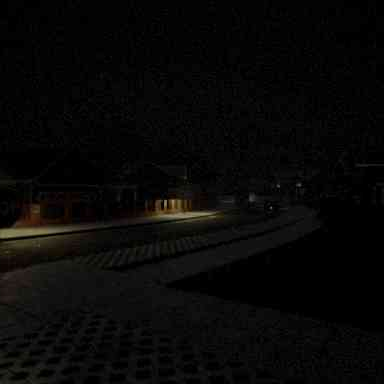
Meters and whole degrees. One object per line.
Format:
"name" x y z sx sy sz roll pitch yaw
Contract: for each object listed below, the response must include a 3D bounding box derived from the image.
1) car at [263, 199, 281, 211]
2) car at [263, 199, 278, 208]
"car" 10.305 1.670 42.910 1.837 1.490 4.892 0 0 15
"car" 12.431 1.799 53.086 1.895 1.301 4.718 0 0 8
